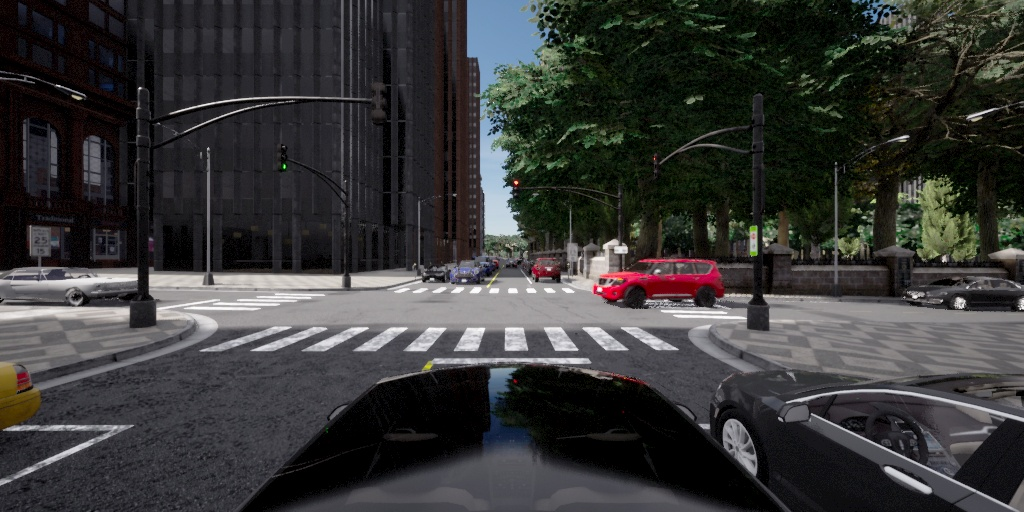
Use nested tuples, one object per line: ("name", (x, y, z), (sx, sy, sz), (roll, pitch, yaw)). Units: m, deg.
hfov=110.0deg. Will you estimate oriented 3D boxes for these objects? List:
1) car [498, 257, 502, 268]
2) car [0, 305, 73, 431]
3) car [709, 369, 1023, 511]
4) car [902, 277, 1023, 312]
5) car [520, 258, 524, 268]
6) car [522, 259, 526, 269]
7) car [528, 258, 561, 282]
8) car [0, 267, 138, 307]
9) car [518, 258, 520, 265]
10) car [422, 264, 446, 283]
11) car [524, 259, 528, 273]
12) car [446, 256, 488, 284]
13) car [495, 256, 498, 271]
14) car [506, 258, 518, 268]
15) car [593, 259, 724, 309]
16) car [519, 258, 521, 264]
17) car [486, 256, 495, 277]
("car", (-3.241, 1.014, 57.274), (2.150, 2.045, 5.566), (0, 0, 0))
("car", (-5.760, 1.275, 1.555), (1.751, 1.417, 4.829), (0, 0, 0))
("car", (2.764, 1.300, 1.763), (2.007, 1.370, 4.403), (0, 0, 0))
("car", (21.134, 1.713, 16.666), (4.892, 1.490, 1.837), (2, 0, -1))
("car", (2.599, 1.335, 50.253), (2.007, 1.370, 4.403), (0, 0, 0))
("car", (2.618, 1.328, 44.796), (2.007, 1.370, 4.403), (0, 0, 0))
("car", (2.674, 1.075, 28.428), (2.192, 1.841, 5.009), (0, 0, 0))
("car", (-16.479, 1.069, 13.130), (4.718, 1.301, 1.895), (1, 0, -1))
("car", (2.562, 1.236, 61.166), (1.967, 1.591, 4.097), (0, 0, 0))
("car", (-5.851, 1.326, 28.389), (1.948, 1.339, 4.313), (0, 0, 0))
("car", (2.637, 1.338, 39.340), (1.948, 1.339, 4.313), (0, 0, 0))
("car", (-3.248, 1.111, 26.826), (2.097, 1.767, 4.553), (0, 0, 1))
("car", (-3.242, 1.132, 46.768), (2.097, 1.767, 4.553), (0, 0, 0))
("car", (-0.101, 1.398, 61.496), (1.895, 1.301, 4.718), (0, 0, 0))
("car", (6.383, 1.126, 15.627), (5.566, 2.045, 2.150), (2, 0, -12))
("car", (2.581, 1.230, 55.710), (1.967, 1.591, 4.097), (0, 0, 0))
("car", (-3.213, 0.990, 36.585), (2.150, 2.045, 5.566), (0, 0, 0))
